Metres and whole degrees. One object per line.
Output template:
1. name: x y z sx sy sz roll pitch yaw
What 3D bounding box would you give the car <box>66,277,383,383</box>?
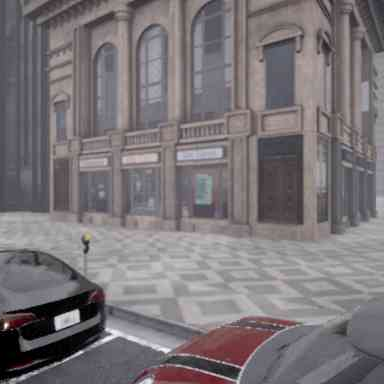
1. car: 1.357 1.440 1.991 4.097 1.590 1.967 0 0 36

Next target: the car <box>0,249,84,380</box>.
1. car: -3.201 1.592 5.245 4.313 1.339 1.947 0 0 36
